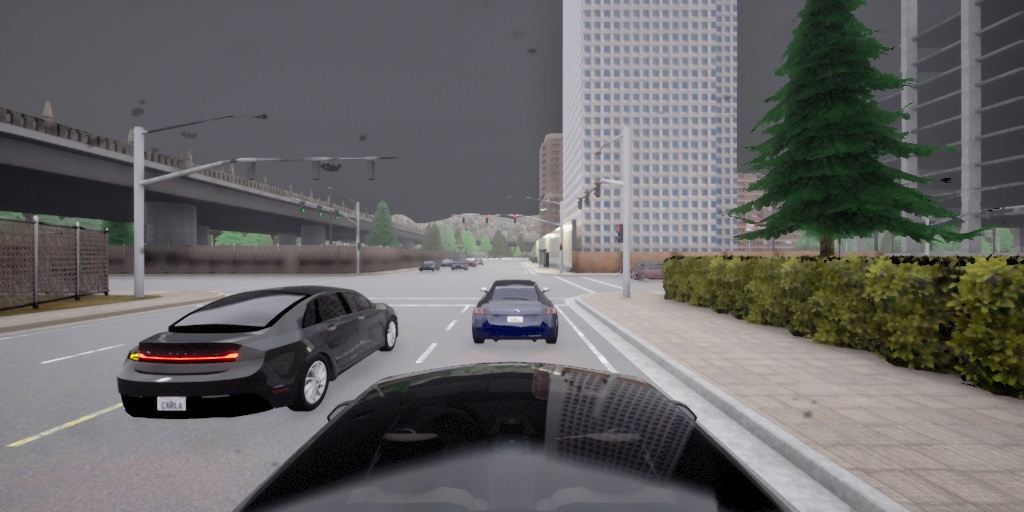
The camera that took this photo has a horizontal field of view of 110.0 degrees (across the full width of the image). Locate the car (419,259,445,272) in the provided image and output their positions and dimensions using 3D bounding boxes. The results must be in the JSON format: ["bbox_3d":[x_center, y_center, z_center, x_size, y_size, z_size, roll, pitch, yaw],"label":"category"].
[{"bbox_3d":[-10.593,1.295,46.479,2.033,1.411,5.357,0,0,0],"label":"car"}]

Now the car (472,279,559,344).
[{"bbox_3d":[0.079,1.314,9.611,1.994,1.385,4.181,0,0,0],"label":"car"}]

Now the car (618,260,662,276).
[{"bbox_3d":[12.165,1.156,32.902,4.553,1.767,2.097,0,0,0],"label":"car"}]

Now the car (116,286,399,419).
[{"bbox_3d":[-3.440,1.255,6.068,1.837,1.490,4.892,0,0,0],"label":"car"}]

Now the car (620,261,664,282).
[{"bbox_3d":[11.442,1.368,29.401,4.181,1.385,1.994,0,0,0],"label":"car"}]

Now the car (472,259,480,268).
[{"bbox_3d":[-7.075,1.347,60.418,1.895,1.301,4.718,0,0,0],"label":"car"}]

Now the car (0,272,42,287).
[{"bbox_3d":[-32.656,1.352,22.106,5.357,1.411,2.033,0,0,0],"label":"car"}]

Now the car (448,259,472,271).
[{"bbox_3d":[-7.085,1.311,49.232,1.994,1.385,4.181,0,0,0],"label":"car"}]

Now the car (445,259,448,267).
[{"bbox_3d":[-10.579,1.224,58.895,1.882,1.535,5.008,0,0,0],"label":"car"}]
